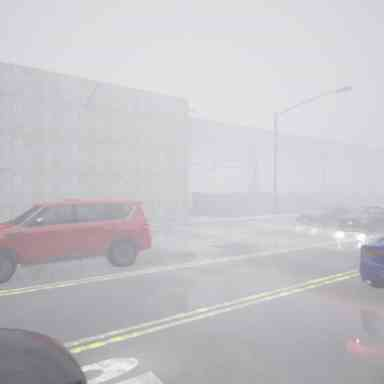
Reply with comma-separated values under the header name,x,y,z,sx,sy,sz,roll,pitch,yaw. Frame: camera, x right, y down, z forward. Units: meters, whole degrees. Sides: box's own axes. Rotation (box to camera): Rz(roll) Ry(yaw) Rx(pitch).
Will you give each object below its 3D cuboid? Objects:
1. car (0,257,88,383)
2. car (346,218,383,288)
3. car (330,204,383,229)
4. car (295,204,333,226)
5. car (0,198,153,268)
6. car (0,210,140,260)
name,x,y,z,sx,sy,sz,roll,pitch,yaw
car,-2.989,1.502,1.615,4.892,1.490,1.837,0,0,-35
car,6.043,1.490,8.049,5.008,1.535,1.882,0,0,-35
car,10.644,1.589,20.165,4.181,1.385,1.994,0,0,-35
car,9.759,1.575,23.833,5.357,1.411,2.033,0,0,-35
car,-3.861,1.225,9.834,5.566,2.045,2.150,0,0,-35
car,-4.965,1.552,13.345,5.357,1.411,2.033,0,0,-35
